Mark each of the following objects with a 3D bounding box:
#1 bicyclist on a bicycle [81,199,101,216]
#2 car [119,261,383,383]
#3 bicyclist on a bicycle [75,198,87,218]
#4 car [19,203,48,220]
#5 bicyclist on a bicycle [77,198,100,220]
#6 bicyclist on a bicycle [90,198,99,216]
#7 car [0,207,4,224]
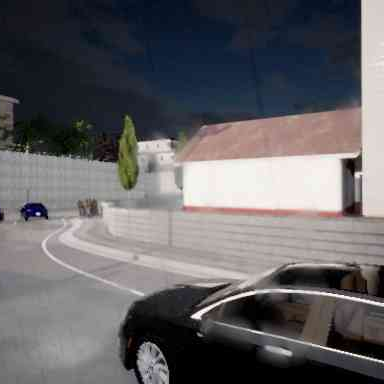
[{"bbox_3d":[-9.500,1.437,31.357,1.656,1.620,0.582,0,0,-3],"label":"bicyclist on a bicycle"},{"bbox_3d":[1.291,1.511,3.393,4.892,1.490,1.837,0,0,38],"label":"car"},{"bbox_3d":[-10.130,1.497,30.227,0.582,1.620,1.656,-6,-4,-30],"label":"bicyclist on a bicycle"},{"bbox_3d":[-14.071,1.671,29.489,1.812,1.442,4.674,0,0,-34],"label":"car"},{"bbox_3d":[-8.376,1.418,26.942,0.582,1.620,1.656,0,0,40],"label":"bicyclist on a bicycle"},{"bbox_3d":[-9.432,1.440,32.203,0.582,1.620,1.656,0,0,-23],"label":"bicyclist on a bicycle"},{"bbox_3d":[-15.886,1.704,25.921,1.994,1.385,4.181,0,0,-28],"label":"car"}]
